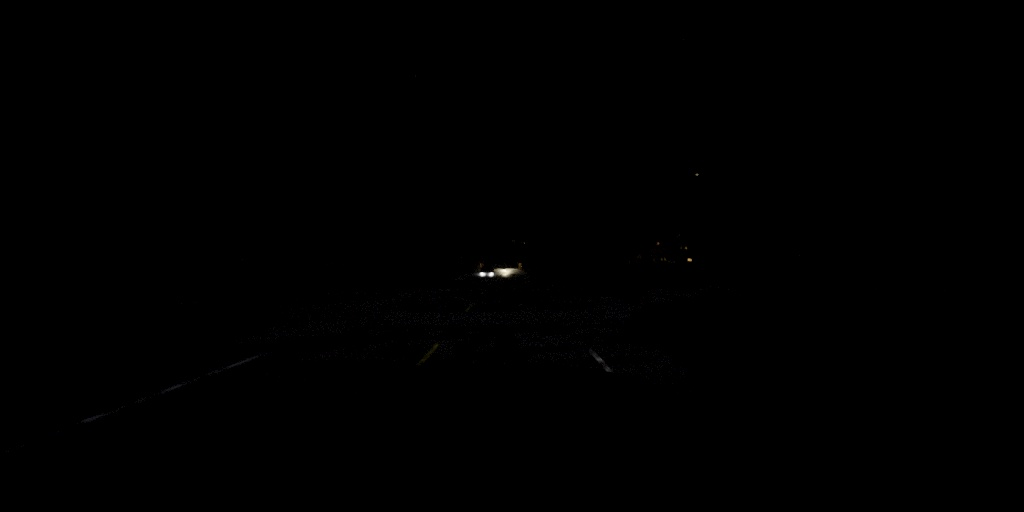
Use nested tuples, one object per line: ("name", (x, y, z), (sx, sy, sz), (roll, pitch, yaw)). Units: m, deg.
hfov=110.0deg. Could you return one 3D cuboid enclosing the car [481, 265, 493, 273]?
("car", (-4.194, 2.179, 60.750), (1.895, 1.301, 4.718), (0, -1, -1))
